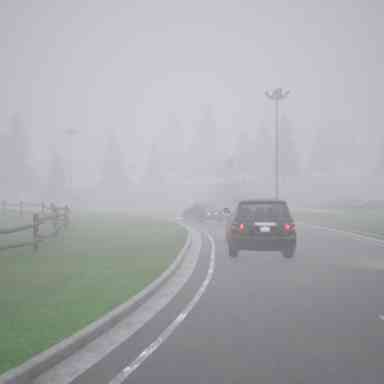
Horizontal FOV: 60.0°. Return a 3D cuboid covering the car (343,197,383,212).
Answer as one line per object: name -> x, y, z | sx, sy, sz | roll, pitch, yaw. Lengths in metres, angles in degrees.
car -> 19.800, 1.516, 36.878 | 4.674, 1.442, 1.812 | 0, 0, 3

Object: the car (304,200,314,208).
car -> 18.282, 1.515, 47.442 | 4.674, 1.442, 1.812 | 0, 0, 2

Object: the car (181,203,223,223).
car -> 0.814, 1.543, 25.378 | 2.033, 1.411, 5.357 | 0, 0, -20

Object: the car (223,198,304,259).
car -> 2.440, 1.220, 12.837 | 2.150, 2.045, 5.566 | 0, 0, 4

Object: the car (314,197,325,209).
car -> 19.290, 1.467, 43.900 | 5.008, 1.535, 1.882 | 0, 0, 2

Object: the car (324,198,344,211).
car -> 19.432, 1.538, 40.398 | 5.357, 1.411, 2.033 | 0, 0, 2
